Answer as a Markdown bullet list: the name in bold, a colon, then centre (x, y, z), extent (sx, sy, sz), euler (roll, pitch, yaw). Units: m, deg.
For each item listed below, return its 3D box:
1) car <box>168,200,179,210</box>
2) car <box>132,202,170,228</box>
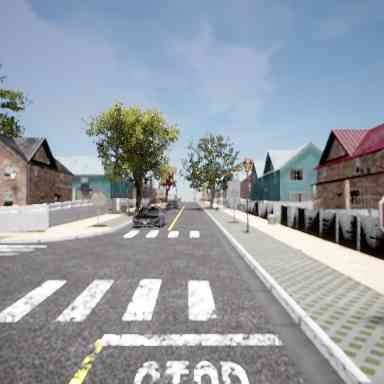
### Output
- **car**: centre (-2.867, 1.944, 50.074), extent (1.837, 1.490, 4.892), euler (0, 0, 0)
- **car**: centre (-2.890, 1.708, 23.397), extent (1.837, 1.490, 4.892), euler (0, 0, 2)
